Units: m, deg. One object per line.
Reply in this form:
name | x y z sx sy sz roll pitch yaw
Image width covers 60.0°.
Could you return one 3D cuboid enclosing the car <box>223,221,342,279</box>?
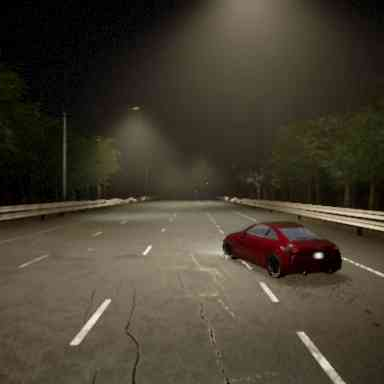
car | 2.576 1.608 10.436 1.994 1.385 4.181 0 0 -20
